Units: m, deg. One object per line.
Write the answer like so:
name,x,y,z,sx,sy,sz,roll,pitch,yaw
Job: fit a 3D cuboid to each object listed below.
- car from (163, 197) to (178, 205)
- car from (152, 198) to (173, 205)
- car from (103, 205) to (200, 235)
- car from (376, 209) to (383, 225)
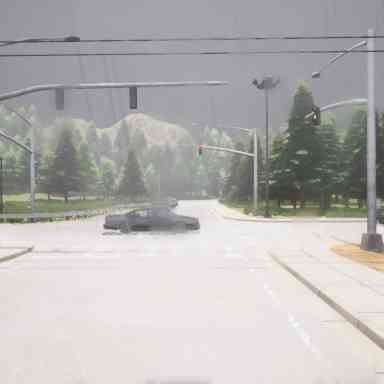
car,-3.476,1.494,47.215,2.097,1.767,4.553,0,0,0
car,-3.518,1.682,37.506,1.994,1.385,4.181,0,0,0
car,-2.221,1.621,18.791,5.357,1.411,2.033,0,0,1
car,14.629,1.362,22.146,4.553,1.767,2.097,0,0,1
